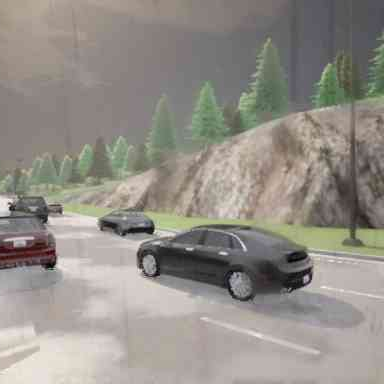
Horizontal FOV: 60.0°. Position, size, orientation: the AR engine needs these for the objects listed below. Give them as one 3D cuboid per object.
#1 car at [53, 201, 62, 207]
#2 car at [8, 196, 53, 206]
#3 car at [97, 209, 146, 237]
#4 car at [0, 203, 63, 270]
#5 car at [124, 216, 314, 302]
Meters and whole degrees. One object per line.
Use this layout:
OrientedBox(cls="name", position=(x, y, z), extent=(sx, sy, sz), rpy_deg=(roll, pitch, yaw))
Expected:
OrientedBox(cls="car", position=(-14.939, 1.640, 34.846), extent=(2.128, 1.511, 4.902), rpy_deg=(1, 0, -34))
OrientedBox(cls="car", position=(-12.340, 1.320, 24.883), extent=(2.150, 2.045, 5.566), rpy_deg=(1, 0, -35))
OrientedBox(cls="car", position=(-3.830, 1.667, 18.968), extent=(1.994, 1.385, 4.181), rpy_deg=(1, 0, -37))
OrientedBox(cls="car", position=(-5.963, 1.391, 10.442), extent=(2.097, 1.767, 4.553), rpy_deg=(1, -1, -41))
OrientedBox(cls="car", position=(0.565, 1.564, 8.520), extent=(4.892, 1.490, 1.837), rpy_deg=(0, 0, 42))
